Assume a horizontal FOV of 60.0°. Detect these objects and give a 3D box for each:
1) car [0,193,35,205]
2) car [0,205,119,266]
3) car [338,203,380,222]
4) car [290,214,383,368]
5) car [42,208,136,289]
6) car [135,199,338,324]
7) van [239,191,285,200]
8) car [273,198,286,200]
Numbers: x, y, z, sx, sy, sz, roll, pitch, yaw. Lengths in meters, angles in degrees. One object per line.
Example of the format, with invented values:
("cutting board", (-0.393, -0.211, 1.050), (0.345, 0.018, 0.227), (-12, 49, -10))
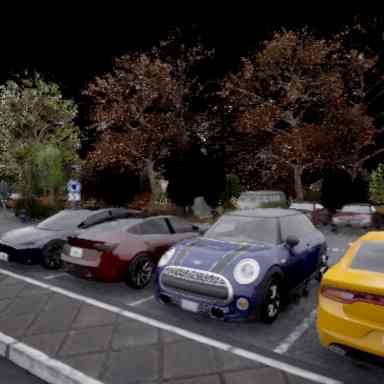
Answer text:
("car", (-17.698, 1.125, 36.581), (2.097, 1.535, 5.008), (2, 1, 36))
("car", (-3.255, 1.205, 10.225), (2.163, 1.488, 4.792), (2, 1, 36))
("car", (8.804, 1.333, 17.668), (2.002, 1.452, 4.674), (2, 1, 36))
("car", (3.510, 1.360, 5.334), (2.097, 1.535, 5.008), (1, 1, 36))
("car", (-0.970, 1.269, 8.636), (2.163, 1.488, 4.792), (2, 1, 36))
("car", (1.286, 1.178, 6.997), (2.185, 1.767, 4.553), (1, 1, 36))
("van", (4.319, 0.944, 20.769), (1.878, 1.987, 4.442), (1, 2, 36))
("car", (6.552, 1.269, 19.305), (2.002, 1.452, 4.674), (2, 1, 36))
